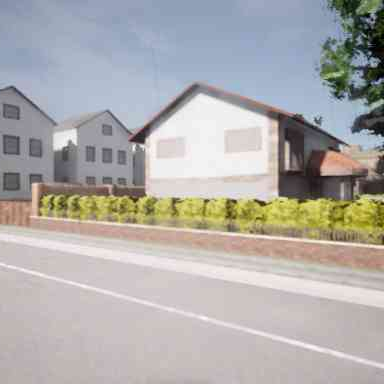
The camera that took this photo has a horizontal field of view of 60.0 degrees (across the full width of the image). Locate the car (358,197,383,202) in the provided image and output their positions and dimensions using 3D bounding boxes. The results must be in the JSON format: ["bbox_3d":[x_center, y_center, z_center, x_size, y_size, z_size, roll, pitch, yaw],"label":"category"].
[{"bbox_3d":[14.621,1.167,25.916,3.806,1.475,1.970,0,0,36],"label":"car"}]
